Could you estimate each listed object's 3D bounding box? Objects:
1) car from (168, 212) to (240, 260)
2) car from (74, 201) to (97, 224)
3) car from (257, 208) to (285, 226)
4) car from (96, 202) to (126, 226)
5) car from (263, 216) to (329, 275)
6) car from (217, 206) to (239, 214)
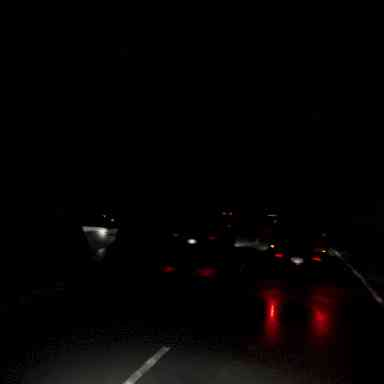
[{"bbox_3d":[0.542,1.736,13.494,1.994,1.385,4.181,2,-1,16],"label":"car"},{"bbox_3d":[-7.800,1.432,24.272,1.837,1.490,4.892,2,-1,11],"label":"car"},{"bbox_3d":[6.712,2.093,28.262,2.128,1.511,4.902,3,-1,5],"label":"car"},{"bbox_3d":[-4.479,1.564,23.085,1.837,1.490,4.892,2,-1,11],"label":"car"},{"bbox_3d":[3.655,1.812,11.620,1.812,1.442,4.674,2,-1,17],"label":"car"},{"bbox_3d":[3.430,2.050,32.280,2.033,1.411,5.357,3,-1,-1],"label":"car"}]
